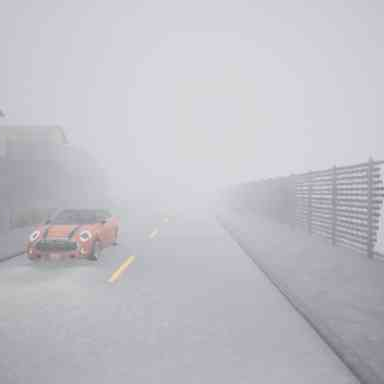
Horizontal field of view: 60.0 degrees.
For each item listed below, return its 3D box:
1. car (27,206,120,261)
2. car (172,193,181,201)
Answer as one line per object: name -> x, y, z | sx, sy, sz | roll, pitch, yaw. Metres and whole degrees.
car -> -4.105, 1.351, 12.229 | 2.097, 1.767, 4.553 | 0, 0, 0
car -> -4.040, 1.222, 88.487 | 2.150, 2.045, 5.566 | 0, 0, 0
